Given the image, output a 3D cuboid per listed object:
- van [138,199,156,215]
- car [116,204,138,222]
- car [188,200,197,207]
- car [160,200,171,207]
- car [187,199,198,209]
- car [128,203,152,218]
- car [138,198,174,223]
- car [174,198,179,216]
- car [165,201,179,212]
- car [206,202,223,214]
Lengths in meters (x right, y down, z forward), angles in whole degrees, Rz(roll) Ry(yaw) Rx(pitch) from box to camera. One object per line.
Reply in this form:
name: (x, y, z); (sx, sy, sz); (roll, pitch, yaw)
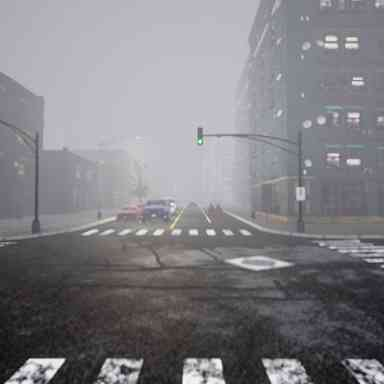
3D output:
van: (-5.600, 1.842, 41.916); (1.690, 1.788, 3.998); (1, -1, 0)
car: (-5.700, 1.910, 30.545); (1.887, 1.381, 4.507); (1, -1, 0)
car: (0.119, 2.322, 68.628); (1.837, 1.490, 4.892); (0, -1, 0)
car: (-5.555, 2.423, 70.345); (1.802, 1.307, 4.206); (1, -1, 0)
car: (0.102, 2.227, 58.620); (1.812, 1.442, 4.674); (0, -1, 0)
car: (-5.614, 1.978, 36.227); (1.887, 1.381, 4.507); (1, -1, 0)
car: (-3.039, 1.570, 29.103); (2.150, 2.045, 5.566); (0, -1, 0)
car: (-3.021, 1.697, 39.776); (2.150, 2.045, 5.566); (0, -1, 0)
car: (-2.999, 2.124, 50.085); (1.812, 1.442, 4.674); (0, -1, 0)
car: (2.778, 1.942, 41.961); (1.967, 1.590, 4.097); (1, -1, 0)
